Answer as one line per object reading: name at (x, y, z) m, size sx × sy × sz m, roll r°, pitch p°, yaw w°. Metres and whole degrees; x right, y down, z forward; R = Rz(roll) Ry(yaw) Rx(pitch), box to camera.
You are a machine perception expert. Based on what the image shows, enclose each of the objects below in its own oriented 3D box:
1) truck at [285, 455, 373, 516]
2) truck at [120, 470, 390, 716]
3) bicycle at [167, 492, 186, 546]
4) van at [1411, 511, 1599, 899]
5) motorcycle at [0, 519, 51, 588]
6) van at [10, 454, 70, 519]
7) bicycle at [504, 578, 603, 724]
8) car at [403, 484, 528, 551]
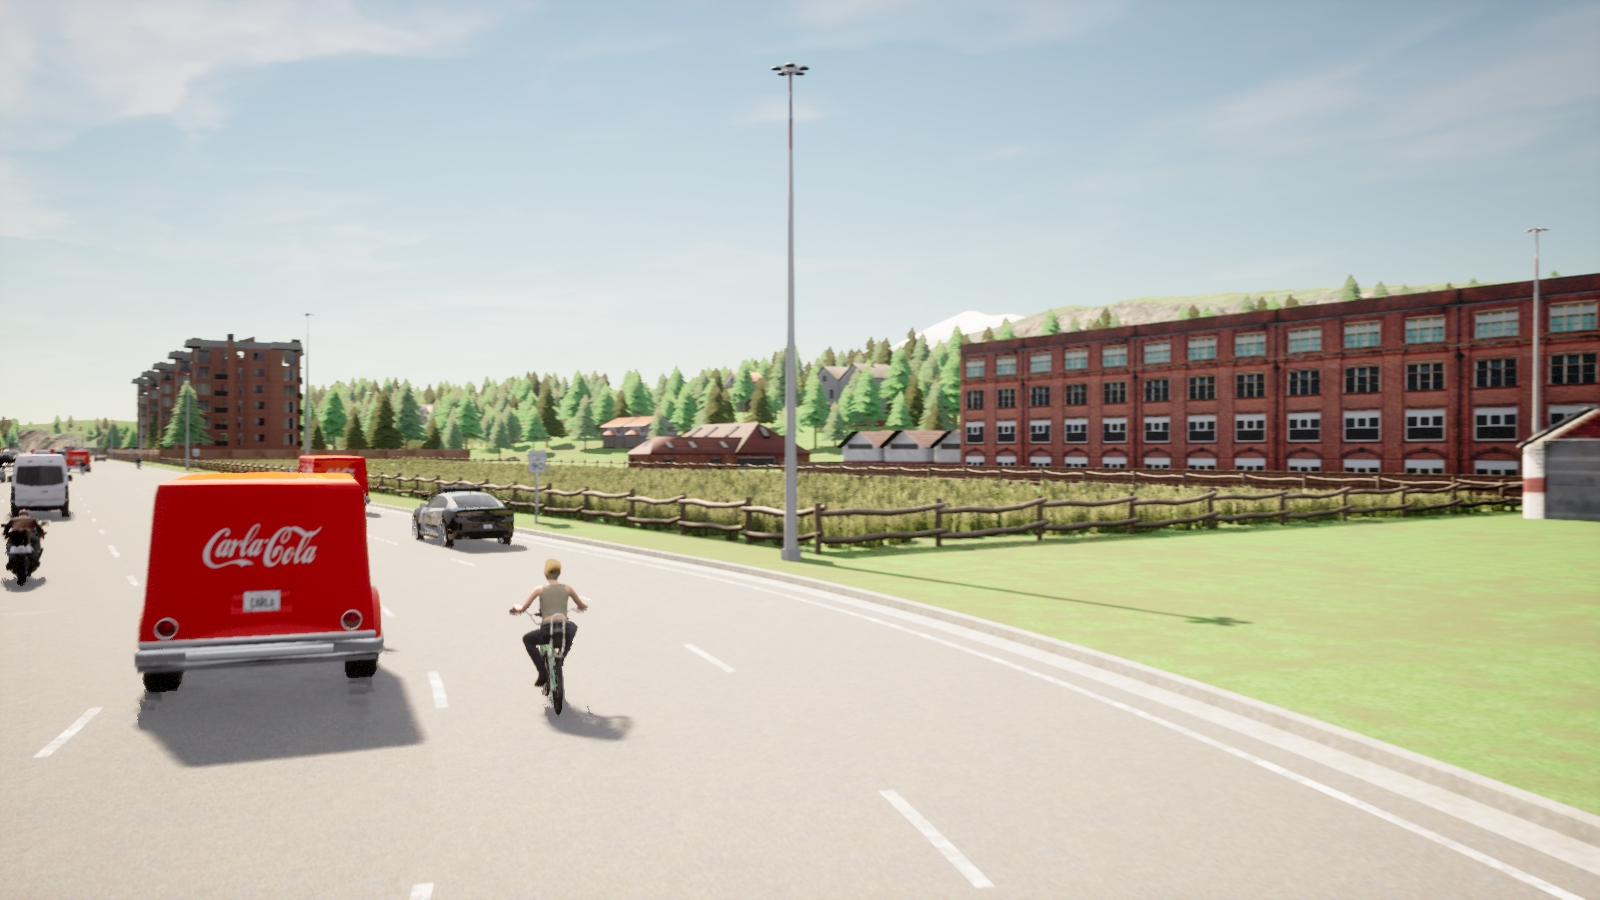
truck at (-20.719, 1.478, 50.138) m, size 2.627 × 2.467 × 5.204 m, roll 0°, pitch 0°, yaw -33°
truck at (-6.873, 1.537, 14.755) m, size 2.627 × 2.467 × 5.204 m, roll 0°, pitch 0°, yaw -23°
bicycle at (-18.189, 1.996, 33.345) m, size 0.373 × 1.496 × 1.643 m, roll 0°, pitch 0°, yaw -33°
van at (3.541, 1.526, 1.399) m, size 1.988 × 2.561 × 5.915 m, roll 1°, pitch 0°, yaw -5°
motorcycle at (-16.457, 2.163, 24.250) m, size 0.867 × 1.251 × 2.209 m, roll -1°, pitch 0°, yaw -31°
van at (-31.990, 1.453, 48.140) m, size 1.988 × 2.561 × 5.915 m, roll 0°, pitch 0°, yaw -33°
bicycle at (-2.700, 2.131, 12.413) m, size 0.859 × 1.276 × 1.487 m, roll 0°, pitch 0°, yaw -20°
car at (-9.956, 1.917, 33.707) m, size 2.097 × 1.638 × 5.238 m, roll 0°, pitch 0°, yaw -33°
